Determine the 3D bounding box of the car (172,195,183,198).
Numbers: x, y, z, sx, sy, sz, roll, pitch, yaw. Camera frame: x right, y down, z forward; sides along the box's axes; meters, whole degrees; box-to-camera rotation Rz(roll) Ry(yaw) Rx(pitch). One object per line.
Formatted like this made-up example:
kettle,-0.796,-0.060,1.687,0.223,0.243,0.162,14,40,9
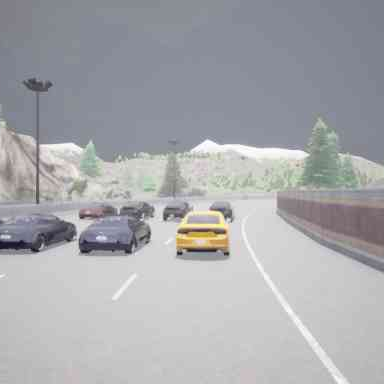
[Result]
car,-2.405,1.483,81.466,1.994,1.385,4.181,0,0,30

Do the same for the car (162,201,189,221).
car,-1.034,1.514,27.147,1.837,1.490,4.892,0,0,11

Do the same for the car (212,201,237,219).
car,2.402,1.514,26.481,1.837,1.490,4.892,0,0,11

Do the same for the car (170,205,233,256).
car,0.527,1.482,13.224,1.882,1.535,5.008,0,0,5

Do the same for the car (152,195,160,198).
car,-8.344,1.447,85.170,2.128,1.511,4.902,0,0,30

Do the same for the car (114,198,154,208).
car,-4.470,1.514,27.813,1.837,1.490,4.892,0,0,11

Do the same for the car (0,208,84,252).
car,-6.445,1.569,13.850,1.994,1.385,4.181,0,0,5

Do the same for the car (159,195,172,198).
car,-5.390,1.521,83.292,1.895,1.301,4.718,0,0,30

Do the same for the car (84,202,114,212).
car,-7.907,1.570,28.479,1.994,1.385,4.181,0,0,11

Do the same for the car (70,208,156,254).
car,-2.959,1.569,13.537,1.994,1.385,4.181,0,0,5

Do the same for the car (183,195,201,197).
car,0.565,1.460,79.614,2.128,1.511,4.902,0,0,30
